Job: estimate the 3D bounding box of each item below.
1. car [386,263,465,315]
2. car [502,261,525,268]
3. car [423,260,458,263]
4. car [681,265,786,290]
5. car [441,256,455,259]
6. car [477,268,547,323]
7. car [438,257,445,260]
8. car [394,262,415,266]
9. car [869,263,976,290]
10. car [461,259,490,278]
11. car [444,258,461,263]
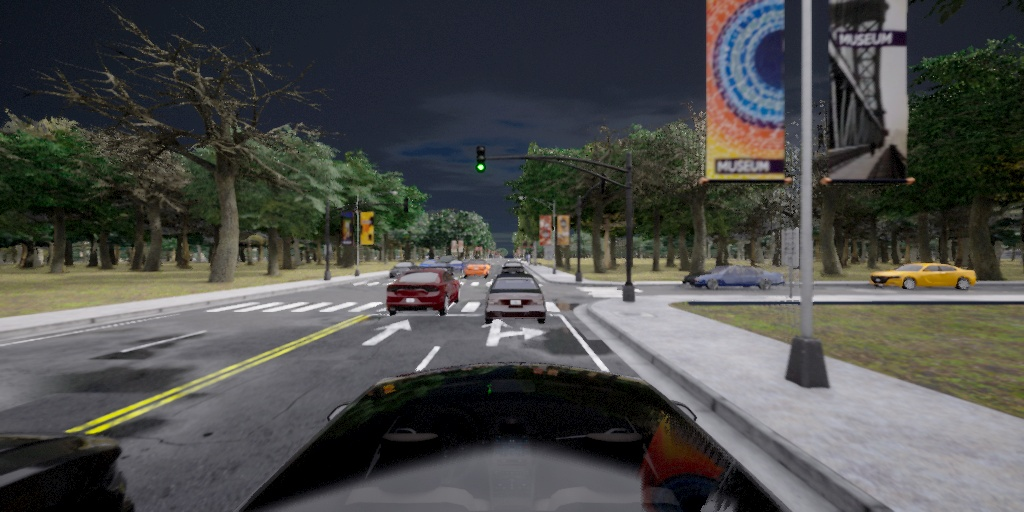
[{"bbox_3d":[-3.150,1.218,13.574,1.882,1.535,5.008,0,0,0],"label":"car"},{"bbox_3d":[0.102,1.206,31.977,1.882,1.535,5.008,0,0,0],"label":"car"},{"bbox_3d":[-6.594,1.292,32.901,1.994,1.385,4.181,0,0,1],"label":"car"},{"bbox_3d":[13.087,1.258,21.298,5.357,1.411,2.033,0,0,0],"label":"car"},{"bbox_3d":[-9.769,0.943,53.780,2.150,2.045,5.566,0,0,1],"label":"car"},{"bbox_3d":[0.088,1.289,12.106,2.033,1.411,5.357,0,0,0],"label":"car"},{"bbox_3d":[-9.835,1.201,43.241,1.882,1.535,5.008,0,0,0],"label":"car"},{"bbox_3d":[-9.841,1.254,33.231,1.812,1.442,4.674,0,0,0],"label":"car"},{"bbox_3d":[24.214,1.175,21.285,5.008,1.535,1.882,0,0,0],"label":"car"},{"bbox_3d":[-3.149,1.080,33.572,2.097,1.767,4.553,0,0,0],"label":"car"},{"bbox_3d":[-6.583,1.250,42.769,1.812,1.442,4.674,0,0,0],"label":"car"}]
